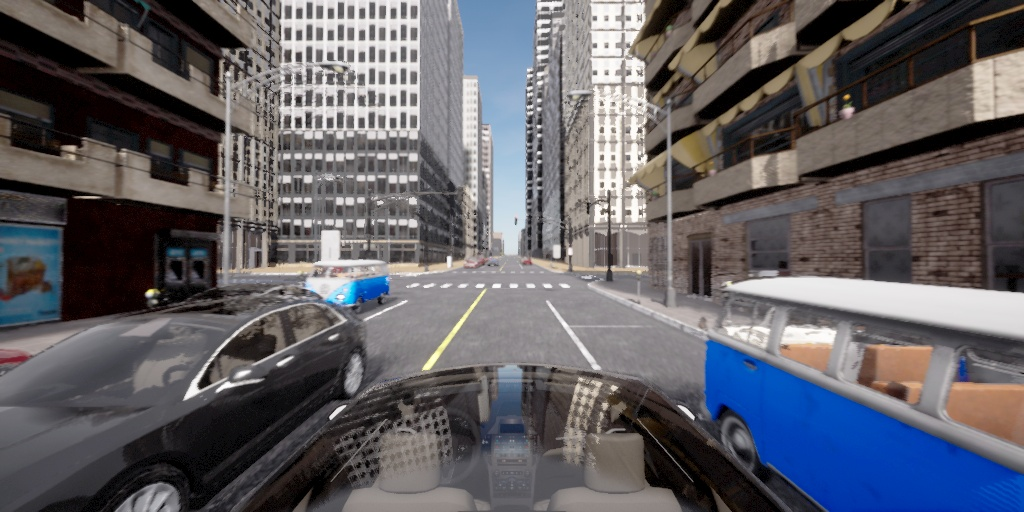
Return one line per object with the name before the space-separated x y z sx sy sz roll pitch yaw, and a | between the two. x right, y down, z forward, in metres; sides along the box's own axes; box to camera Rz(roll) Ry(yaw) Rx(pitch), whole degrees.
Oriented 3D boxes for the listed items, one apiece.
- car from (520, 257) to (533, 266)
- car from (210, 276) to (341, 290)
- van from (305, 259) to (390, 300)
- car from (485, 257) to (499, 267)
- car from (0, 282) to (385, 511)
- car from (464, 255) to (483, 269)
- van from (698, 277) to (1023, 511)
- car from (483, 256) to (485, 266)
car | 2.684 1.020 62.345 1.802 1.307 4.207 0 0 0
car | -5.658 1.286 7.525 1.948 1.339 4.313 0 0 0
van | -5.828 1.033 13.066 1.690 1.789 3.998 0 0 0
car | -3.006 1.011 57.098 2.033 1.411 5.357 0 0 0
car | -3.092 1.245 3.577 1.837 1.490 4.892 0 0 0
car | -5.695 0.936 51.132 1.967 1.591 4.097 0 0 0
van | 2.692 1.089 2.039 1.690 1.789 3.998 0 0 0
car | -5.696 1.049 56.707 1.802 1.307 4.207 0 0 0
